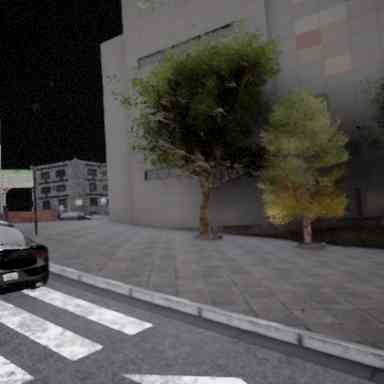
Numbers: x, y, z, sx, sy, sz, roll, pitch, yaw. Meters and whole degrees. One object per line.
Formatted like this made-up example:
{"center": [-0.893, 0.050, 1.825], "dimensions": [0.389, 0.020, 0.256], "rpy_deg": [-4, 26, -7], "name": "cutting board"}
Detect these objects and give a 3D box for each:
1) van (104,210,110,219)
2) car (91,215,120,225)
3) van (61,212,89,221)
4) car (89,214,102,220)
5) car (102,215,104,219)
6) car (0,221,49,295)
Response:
{"center": [-10.022, 3.135, 48.446], "dimensions": [4.442, 1.987, 1.878], "rpy_deg": [-6, -7, 25], "name": "van"}
{"center": [-16.589, 5.400, 63.696], "dimensions": [5.366, 1.575, 1.946], "rpy_deg": [-6, -8, 25], "name": "car"}
{"center": [-20.226, 4.442, 56.088], "dimensions": [4.442, 1.987, 1.878], "rpy_deg": [-6, -7, 25], "name": "van"}
{"center": [-18.910, 4.881, 58.504], "dimensions": [5.008, 1.535, 2.097], "rpy_deg": [-6, -7, 25], "name": "car"}
{"center": [-17.669, 4.998, 61.003], "dimensions": [4.553, 1.767, 2.185], "rpy_deg": [-6, -7, 25], "name": "car"}
{"center": [-5.260, 1.394, 7.940], "dimensions": [5.008, 1.535, 1.882], "rpy_deg": [2, 1, 42], "name": "car"}
